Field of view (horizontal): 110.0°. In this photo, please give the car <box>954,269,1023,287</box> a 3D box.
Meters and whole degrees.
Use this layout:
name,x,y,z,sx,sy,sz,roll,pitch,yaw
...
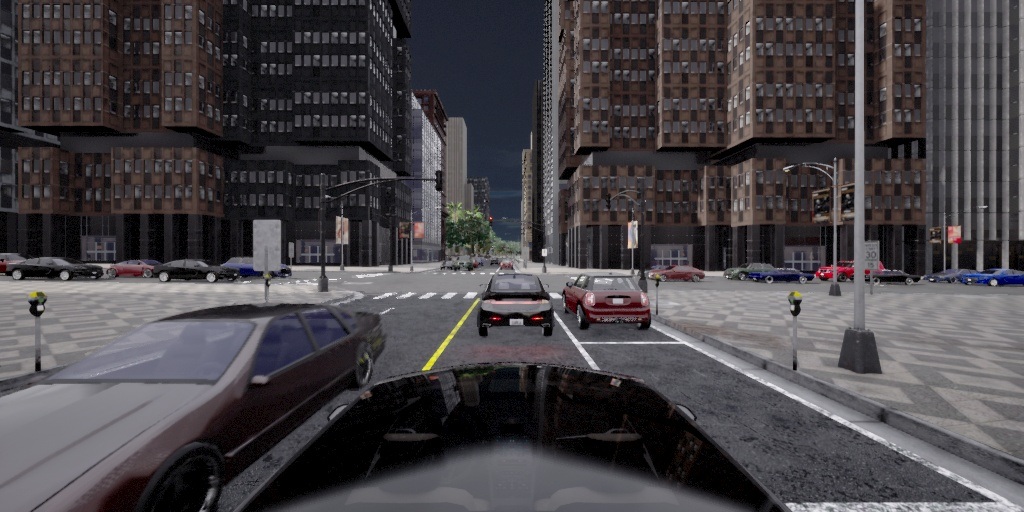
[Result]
name,x,y,z,sx,sy,sz,roll,pitch,yaw
car,42.782,1.874,31.551,5.008,1.535,1.882,1,0,0

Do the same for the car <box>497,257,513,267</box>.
name,x,y,z,sx,sy,sz,roll,pitch,yaw
car,-0.765,1.198,52.589,1.967,1.591,4.097,0,0,-1

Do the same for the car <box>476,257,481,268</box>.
name,x,y,z,sx,sy,sz,roll,pitch,yaw
car,-6.675,1.251,59.396,1.882,1.535,5.008,0,0,0

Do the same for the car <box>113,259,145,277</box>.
name,x,y,z,sx,sy,sz,roll,pitch,yaw
car,-28.209,0.945,27.506,4.181,1.385,1.994,1,0,-1

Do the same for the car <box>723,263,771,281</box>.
name,x,y,z,sx,sy,sz,roll,pitch,yaw
car,23.042,1.456,34.670,4.553,1.767,2.097,1,0,-1

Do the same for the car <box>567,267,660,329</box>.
name,x,y,z,sx,sy,sz,roll,pitch,yaw
car,2.733,1.190,11.208,1.967,1.591,4.097,0,0,0

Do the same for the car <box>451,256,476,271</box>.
name,x,y,z,sx,sy,sz,roll,pitch,yaw
car,-6.593,0.973,49.408,2.150,2.045,5.566,0,0,0

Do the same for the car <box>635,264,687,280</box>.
name,x,y,z,sx,sy,sz,roll,pitch,yaw
car,14.338,1.542,34.593,4.181,1.385,1.994,1,0,-1

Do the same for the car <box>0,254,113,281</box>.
name,x,y,z,sx,sy,sz,roll,pitch,yaw
car,-30.742,0.827,24.240,5.008,1.535,1.882,1,0,0

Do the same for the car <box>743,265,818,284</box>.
name,x,y,z,sx,sy,sz,roll,pitch,yaw
car,23.454,1.714,31.425,4.718,1.301,1.895,1,0,-1

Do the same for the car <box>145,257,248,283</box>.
name,x,y,z,sx,sy,sz,roll,pitch,yaw
car,-21.275,0.960,24.323,5.008,1.535,1.882,1,0,-1

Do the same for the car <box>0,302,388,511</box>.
name,x,y,z,sx,sy,sz,roll,pitch,yaw
car,-3.105,1.297,4.088,2.033,1.411,5.357,0,0,0

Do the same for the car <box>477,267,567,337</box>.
name,x,y,z,sx,sy,sz,roll,pitch,yaw
car,0.075,1.241,10.322,2.128,1.511,4.902,0,0,-1

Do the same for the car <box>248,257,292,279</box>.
name,x,y,z,sx,sy,sz,roll,pitch,yaw
car,-19.566,0.855,27.588,4.553,1.767,2.097,1,0,0

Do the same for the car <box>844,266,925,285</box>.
name,x,y,z,sx,sy,sz,roll,pitch,yaw
car,32.608,1.848,31.500,4.718,1.301,1.895,1,0,-1

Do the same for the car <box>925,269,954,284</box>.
name,x,y,z,sx,sy,sz,roll,pitch,yaw
car,43.439,1.950,34.802,5.357,1.411,2.033,1,0,0

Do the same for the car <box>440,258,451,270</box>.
name,x,y,z,sx,sy,sz,roll,pitch,yaw
car,-9.290,1.324,52.510,1.948,1.339,4.313,0,0,-1

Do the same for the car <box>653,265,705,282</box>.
name,x,y,z,sx,sy,sz,roll,pitch,yaw
car,14.350,1.507,31.341,4.674,1.442,1.812,1,0,-1

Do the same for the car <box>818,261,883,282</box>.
name,x,y,z,sx,sy,sz,roll,pitch,yaw
car,32.806,1.468,34.749,5.566,2.045,2.150,1,0,-1
